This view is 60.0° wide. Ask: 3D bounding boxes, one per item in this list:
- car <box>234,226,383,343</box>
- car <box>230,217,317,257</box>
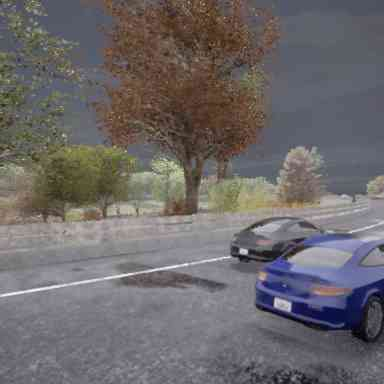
[{"bbox_3d":[3.159,1.534,6.459,4.674,1.442,1.812,0,0,-39],"label":"car"},{"bbox_3d":[3.222,1.546,11.073,4.674,1.442,1.812,0,0,-41],"label":"car"}]
